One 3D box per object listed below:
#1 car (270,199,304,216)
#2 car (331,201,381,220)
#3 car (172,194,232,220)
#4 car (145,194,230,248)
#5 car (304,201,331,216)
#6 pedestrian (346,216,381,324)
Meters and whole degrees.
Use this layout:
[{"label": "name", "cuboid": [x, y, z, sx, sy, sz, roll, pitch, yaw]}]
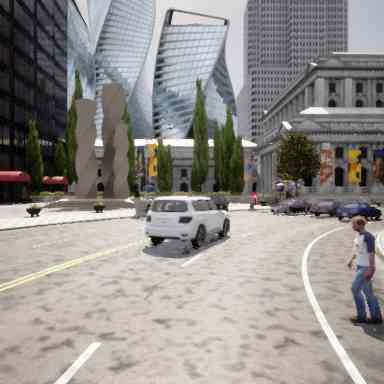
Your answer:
[{"label": "car", "cuboid": [9.821, 1.490, 32.796, 4.902, 1.511, 2.128, 0, 0, -35]}, {"label": "car", "cuboid": [13.352, 1.524, 26.571, 4.674, 1.442, 1.812, 0, 0, -39]}, {"label": "car", "cuboid": [1.009, 1.220, 29.613, 2.150, 2.045, 5.566, 0, 0, 43]}, {"label": "car", "cuboid": [0.000, 1.221, 15.148, 2.150, 2.045, 5.566, 0, 0, 23]}, {"label": "car", "cuboid": [13.198, 1.545, 30.904, 5.357, 1.411, 2.033, 0, 0, -33]}, {"label": "pedestrian", "cuboid": [2.931, 1.294, 5.679, 0.375, 1.860, 0.375, 0, 0, 11]}]
